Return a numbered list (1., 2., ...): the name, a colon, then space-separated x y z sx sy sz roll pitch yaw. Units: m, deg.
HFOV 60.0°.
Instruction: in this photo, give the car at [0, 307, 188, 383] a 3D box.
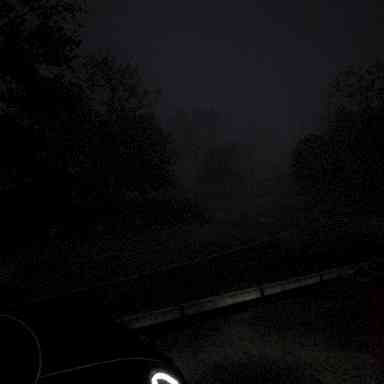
1. car: -2.112 1.353 1.806 4.553 1.767 2.097 0 0 -35
